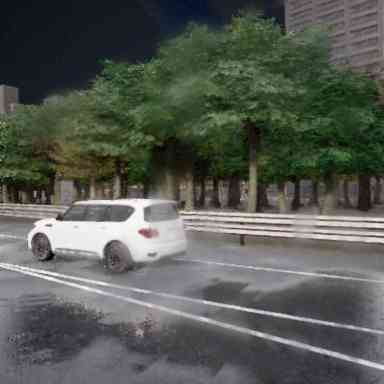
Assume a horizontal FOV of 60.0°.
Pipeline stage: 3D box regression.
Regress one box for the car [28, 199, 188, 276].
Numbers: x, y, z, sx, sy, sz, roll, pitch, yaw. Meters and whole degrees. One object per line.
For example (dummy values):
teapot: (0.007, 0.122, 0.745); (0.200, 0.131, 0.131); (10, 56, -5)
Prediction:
car: (-2.791, 1.232, 10.623); (5.566, 2.045, 2.150); (0, 0, 31)
